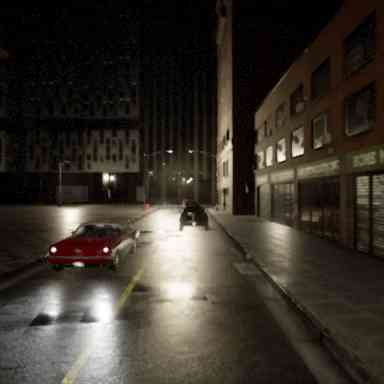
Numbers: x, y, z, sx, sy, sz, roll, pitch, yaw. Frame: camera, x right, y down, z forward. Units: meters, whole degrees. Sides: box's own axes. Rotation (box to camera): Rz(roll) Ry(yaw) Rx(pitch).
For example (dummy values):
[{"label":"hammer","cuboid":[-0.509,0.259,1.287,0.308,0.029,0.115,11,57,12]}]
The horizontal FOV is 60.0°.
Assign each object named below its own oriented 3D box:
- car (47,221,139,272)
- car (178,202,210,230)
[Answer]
[{"label":"car","cuboid":[-3.082,1.689,11.286,1.895,1.301,4.718,0,0,0]},{"label":"car","cuboid":[0.129,1.680,22.434,1.837,1.490,4.892,0,0,0]}]
